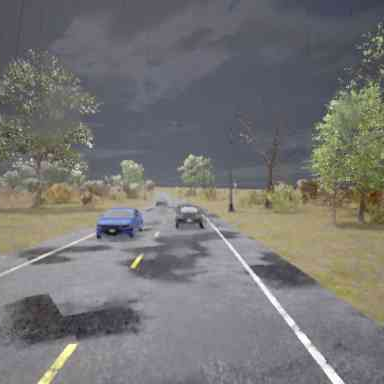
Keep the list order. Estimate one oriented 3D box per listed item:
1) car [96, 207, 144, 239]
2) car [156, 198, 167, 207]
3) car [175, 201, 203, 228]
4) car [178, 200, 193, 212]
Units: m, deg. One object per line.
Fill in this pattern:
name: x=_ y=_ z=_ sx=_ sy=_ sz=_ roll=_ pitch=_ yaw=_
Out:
car: x=-3.801 y=1.565 z=18.129 sx=1.882 sy=1.535 sz=5.008 roll=0 pitch=0 yaw=-1
car: x=-5.330 y=1.711 z=58.081 sx=1.882 sy=1.535 sz=5.008 roll=0 pitch=0 yaw=-3
car: x=-0.220 y=1.632 z=23.262 sx=1.812 sy=1.442 sz=4.674 roll=0 pitch=0 yaw=-1
car: x=-0.883 y=1.780 z=42.685 sx=1.895 sy=1.301 sz=4.718 roll=0 pitch=0 yaw=-3
